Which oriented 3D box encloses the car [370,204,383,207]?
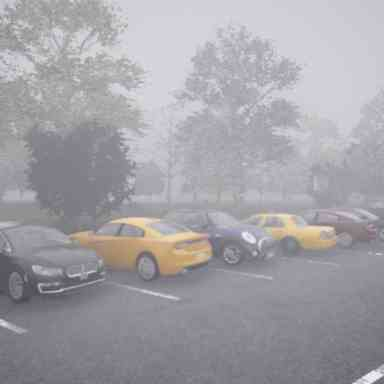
[{"bbox_3d":[7.992,1.535,16.680,5.008,1.535,2.097,-1,-1,36],"label":"car"}]

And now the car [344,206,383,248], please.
[{"bbox_3d":[5.541,1.528,14.989,5.008,1.535,2.097,-1,-1,35],"label":"car"}]

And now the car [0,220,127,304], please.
[{"bbox_3d":[-4.220,1.494,8.213,4.892,1.521,2.231,-1,-1,34],"label":"car"}]

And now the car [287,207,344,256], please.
[{"bbox_3d":[2.937,1.521,13.419,5.366,1.575,1.946,-1,-1,35],"label":"car"}]

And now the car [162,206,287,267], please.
[{"bbox_3d":[0.627,1.389,11.643,4.553,1.767,2.185,-1,-1,35],"label":"car"}]

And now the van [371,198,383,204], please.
[{"bbox_3d":[12.822,1.325,20.057,4.442,1.987,1.878,-1,-1,36],"label":"van"}]

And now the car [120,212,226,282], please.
[{"bbox_3d":[-1.785,1.507,9.913,5.008,1.535,2.097,-1,-1,35],"label":"car"}]
